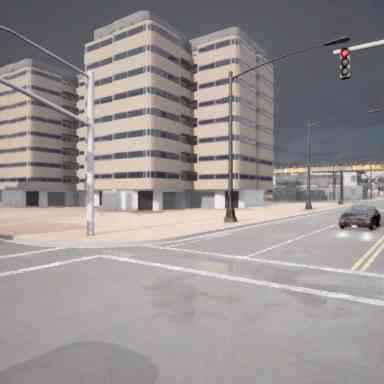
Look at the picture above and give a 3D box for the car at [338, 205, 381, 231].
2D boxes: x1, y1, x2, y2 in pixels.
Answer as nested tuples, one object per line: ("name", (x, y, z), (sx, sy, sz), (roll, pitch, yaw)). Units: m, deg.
("car", (10.681, 1.549, 20.947), (2.033, 1.411, 5.357), (0, 0, 35))
